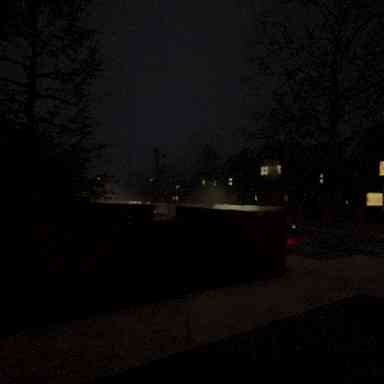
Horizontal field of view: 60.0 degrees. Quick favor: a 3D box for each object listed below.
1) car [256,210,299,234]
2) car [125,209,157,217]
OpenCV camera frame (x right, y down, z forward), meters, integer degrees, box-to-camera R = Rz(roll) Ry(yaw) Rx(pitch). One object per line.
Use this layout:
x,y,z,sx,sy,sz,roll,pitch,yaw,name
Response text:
4.729,1.903,21.609,1.812,1.442,4.674,2,-2,-35,car
-5.850,2.135,36.802,2.033,1.411,5.357,2,-2,-35,car
